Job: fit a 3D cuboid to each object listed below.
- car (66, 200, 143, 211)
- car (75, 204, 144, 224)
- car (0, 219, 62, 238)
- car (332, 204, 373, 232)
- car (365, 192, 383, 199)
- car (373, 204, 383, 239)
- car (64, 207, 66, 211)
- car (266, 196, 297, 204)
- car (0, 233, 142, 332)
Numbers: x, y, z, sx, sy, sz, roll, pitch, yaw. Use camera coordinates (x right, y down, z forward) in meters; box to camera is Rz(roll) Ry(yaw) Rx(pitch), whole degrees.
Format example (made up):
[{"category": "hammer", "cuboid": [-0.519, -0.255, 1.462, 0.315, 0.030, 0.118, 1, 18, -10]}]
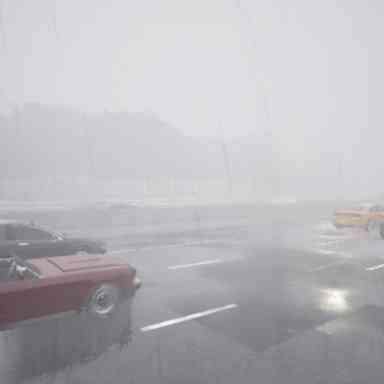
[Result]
[{"category": "car", "cuboid": [-5.222, 1.485, 21.750, 5.008, 1.535, 1.882, 0, 0, -35]}, {"category": "car", "cuboid": [-6.240, 1.605, 25.320, 4.718, 1.301, 1.895, 0, 0, -35]}, {"category": "car", "cuboid": [-4.739, 1.509, 8.961, 4.892, 1.490, 1.837, 0, 0, -36]}, {"category": "car", "cuboid": [10.336, 1.420, 19.668, 5.008, 1.535, 1.882, -1, 0, -35]}, {"category": "car", "cuboid": [27.208, 0.679, 48.764, 4.674, 1.442, 1.812, -1, 1, -35]}, {"category": "car", "cuboid": [10.927, 1.311, 15.798, 4.553, 1.767, 2.097, -1, 0, -35]}, {"category": "car", "cuboid": [-9.571, 1.494, 31.538, 4.902, 1.511, 2.128, 0, 0, -35]}, {"category": "car", "cuboid": [11.303, 1.294, 41.999, 4.674, 1.442, 1.812, -1, 0, -35]}, {"category": "car", "cuboid": [-3.304, 1.602, 5.686, 4.718, 1.301, 1.895, 0, 0, -36]}]
